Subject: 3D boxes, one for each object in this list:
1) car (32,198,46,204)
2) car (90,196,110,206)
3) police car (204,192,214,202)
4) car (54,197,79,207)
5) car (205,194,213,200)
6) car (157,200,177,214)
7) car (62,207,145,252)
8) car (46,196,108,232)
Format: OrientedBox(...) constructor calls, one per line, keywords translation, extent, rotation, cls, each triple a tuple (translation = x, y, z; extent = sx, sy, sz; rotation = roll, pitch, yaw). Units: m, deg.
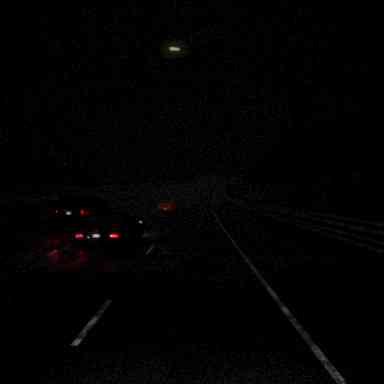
OrientedBox(translation=(-23.255, 1.594, 52.742), extent=(2.033, 1.411, 5.357), rotation=(0, 0, 3), cls="car")
OrientedBox(translation=(-15.965, 1.514, 58.127), extent=(1.882, 1.535, 5.008), rotation=(0, 0, 3), cls="car")
OrientedBox(translation=(3.780, 1.374, 76.951), extent=(1.930, 1.638, 5.238), rotation=(0, 0, 4), cls="police car")
OrientedBox(translation=(-19.762, 1.532, 52.597), extent=(1.882, 1.535, 5.008), rotation=(0, 0, 3), cls="car")
OrientedBox(translation=(4.488, 1.372, 86.701), extent=(1.812, 1.442, 4.674), rotation=(0, 1, 4), cls="car")
OrientedBox(translation=(-2.704, 1.581, 37.123), extent=(1.882, 1.535, 5.008), rotation=(0, 0, 2), cls="car")
OrientedBox(translation=(-3.272, 1.571, 13.984), extent=(2.033, 1.411, 5.357), rotation=(0, 0, 1), cls="car")
OrientedBox(translation=(-6.653, 1.267, 20.756), extent=(2.150, 2.045, 5.566), rotation=(0, 0, 1), cls="car")
